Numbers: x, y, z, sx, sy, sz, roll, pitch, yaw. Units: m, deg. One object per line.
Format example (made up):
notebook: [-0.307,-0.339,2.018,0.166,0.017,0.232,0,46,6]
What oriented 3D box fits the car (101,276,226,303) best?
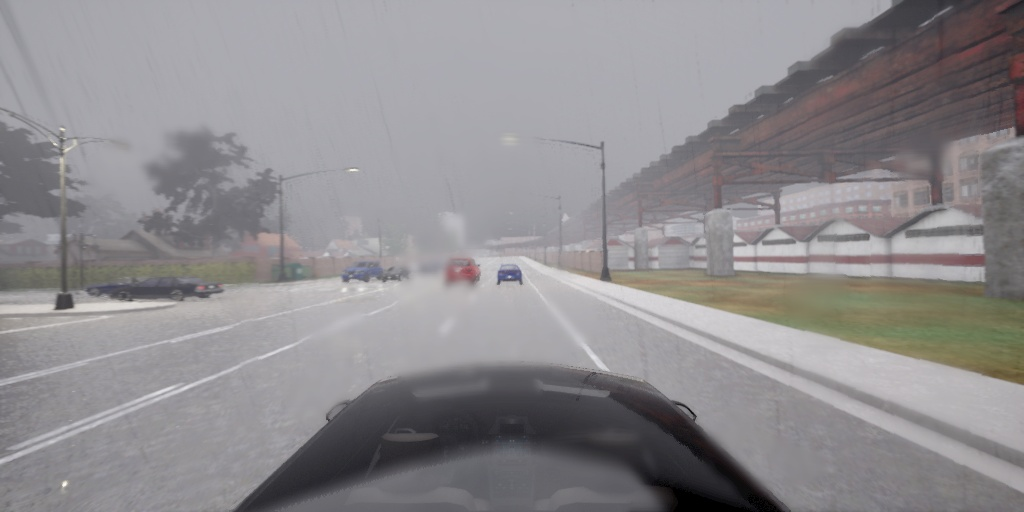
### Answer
car: [-19.381,1.831,20.288,5.357,1.411,2.033,-1,0,3]

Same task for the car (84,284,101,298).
car: [-25.268,2.034,23.844,4.718,1.301,1.895,-1,0,3]

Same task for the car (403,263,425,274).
car: [-14.433,1.862,53.054,1.812,1.442,4.674,-1,0,0]

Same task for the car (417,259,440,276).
car: [-10.941,1.602,47.231,2.097,1.767,4.553,-1,0,0]

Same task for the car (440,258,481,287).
car: [-3.663,1.201,27.337,2.150,2.045,5.566,-1,0,0]

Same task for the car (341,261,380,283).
car: [-14.382,1.481,34.759,2.150,2.045,5.566,-1,-1,0]

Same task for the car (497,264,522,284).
car: [-0.183,1.388,28.826,1.882,1.535,5.008,-1,0,0]

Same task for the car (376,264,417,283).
car: [-10.879,1.682,34.242,1.837,1.490,4.892,-1,0,0]
